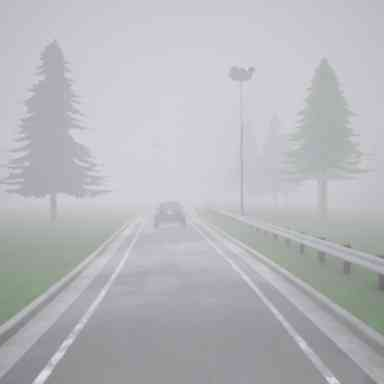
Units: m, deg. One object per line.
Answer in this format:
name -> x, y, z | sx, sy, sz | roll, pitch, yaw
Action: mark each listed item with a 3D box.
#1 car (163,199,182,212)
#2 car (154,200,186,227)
car -> -2.451, 1.679, 42.652 | 2.033, 1.411, 5.357 | 0, 0, 0
car -> -1.594, 1.426, 23.792 | 2.097, 1.767, 4.553 | 0, 0, -5
